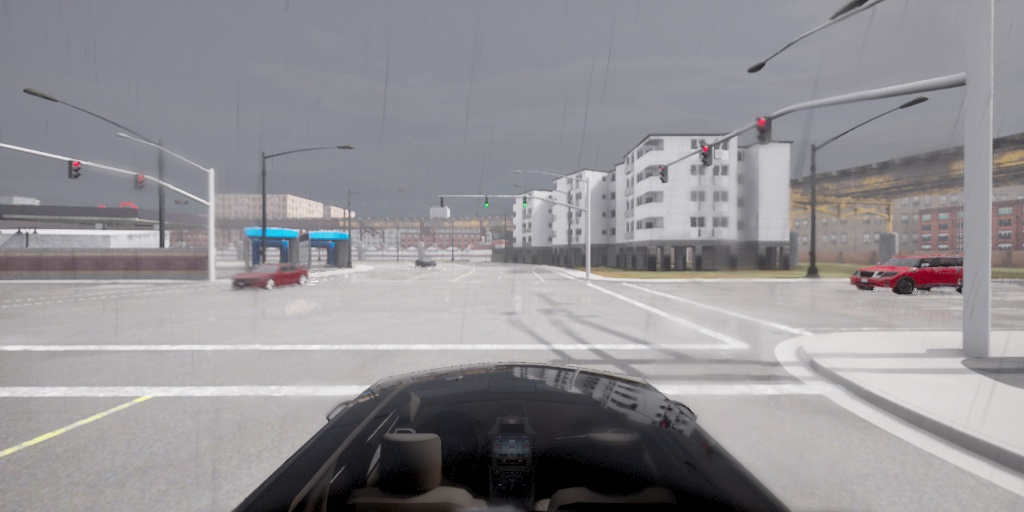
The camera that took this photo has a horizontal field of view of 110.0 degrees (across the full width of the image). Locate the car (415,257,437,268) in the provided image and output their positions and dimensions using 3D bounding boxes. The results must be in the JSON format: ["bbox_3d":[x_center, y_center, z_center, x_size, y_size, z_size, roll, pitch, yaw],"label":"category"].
[{"bbox_3d":[-12.945,0.974,53.927,1.882,1.535,5.008,1,1,-34],"label":"car"}]

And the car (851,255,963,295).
[{"bbox_3d":[21.378,0.941,18.985,5.566,2.045,2.150,0,0,-1],"label":"car"}]

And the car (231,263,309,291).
[{"bbox_3d":[-14.424,1.222,21.690,1.882,1.535,5.008,-1,1,1],"label":"car"}]
